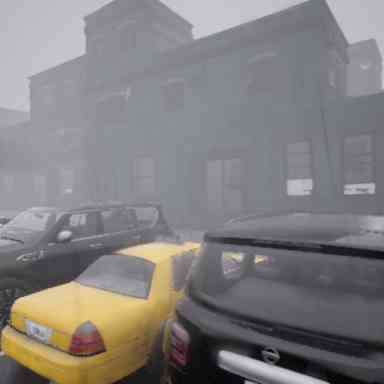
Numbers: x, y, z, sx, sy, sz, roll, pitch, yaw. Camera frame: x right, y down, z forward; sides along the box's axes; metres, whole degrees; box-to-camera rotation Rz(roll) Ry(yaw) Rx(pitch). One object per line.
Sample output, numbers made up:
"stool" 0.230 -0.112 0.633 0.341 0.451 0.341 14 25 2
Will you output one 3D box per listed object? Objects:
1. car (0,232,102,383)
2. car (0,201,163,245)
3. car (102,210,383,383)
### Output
"car" -0.200 1.496 5.723 1.946 1.575 5.366 0 0 35
"car" -2.690 1.265 7.235 2.435 2.045 5.566 0 0 35
"car" 1.973 1.232 3.983 2.435 2.045 5.566 0 0 35
